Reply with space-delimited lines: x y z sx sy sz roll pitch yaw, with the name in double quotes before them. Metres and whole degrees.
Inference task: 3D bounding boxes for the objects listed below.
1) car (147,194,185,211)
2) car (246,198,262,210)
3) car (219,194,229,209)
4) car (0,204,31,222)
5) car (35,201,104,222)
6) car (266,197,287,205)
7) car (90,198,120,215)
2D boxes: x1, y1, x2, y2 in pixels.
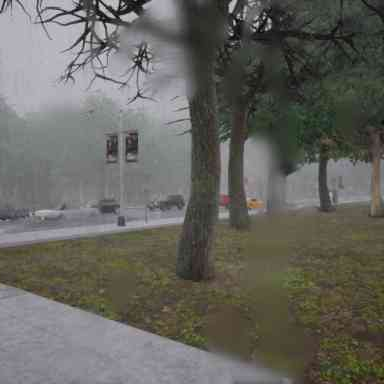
"car" -3.121 1.270 41.374 2.150 2.045 5.566 0 0 35
"car" 7.838 1.552 45.289 1.882 1.535 5.008 0 0 36
"car" 5.114 1.293 47.069 2.150 2.045 5.566 0 0 36
"car" -14.976 1.564 24.776 2.033 1.411 5.357 0 0 35
"car" -9.674 1.627 26.263 1.895 1.301 4.718 0 0 36
"car" 13.633 1.571 53.488 1.882 1.535 5.008 0 0 36
"car" -9.234 1.383 32.812 2.097 1.767 4.553 0 0 35
